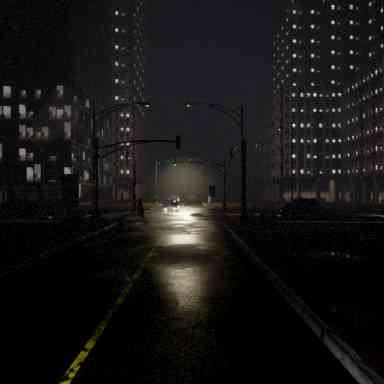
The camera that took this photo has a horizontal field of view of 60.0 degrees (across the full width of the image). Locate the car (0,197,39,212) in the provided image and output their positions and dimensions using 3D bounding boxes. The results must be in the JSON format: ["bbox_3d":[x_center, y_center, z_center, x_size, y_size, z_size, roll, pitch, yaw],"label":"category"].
[{"bbox_3d":[-19.212,1.360,36.368,4.097,1.590,1.967,0,-1,-1],"label":"car"}]

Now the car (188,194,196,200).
[{"bbox_3d":[-0.016,1.357,88.998,2.033,1.411,5.357,0,0,0],"label":"car"}]

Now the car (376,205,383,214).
[{"bbox_3d":[21.391,1.673,34.313,4.181,1.385,1.994,0,0,-1],"label":"car"}]

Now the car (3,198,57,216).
[{"bbox_3d":[-15.058,1.399,30.514,5.008,1.535,1.882,0,0,-2],"label":"car"}]

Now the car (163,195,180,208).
[{"bbox_3d":[-3.117,1.560,48.658,1.994,1.385,4.181,0,0,-1],"label":"car"}]

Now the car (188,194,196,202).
[{"bbox_3d":[-0.013,1.575,79.023,1.895,1.301,4.718,0,0,0],"label":"car"}]

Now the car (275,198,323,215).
[{"bbox_3d":[10.933,1.415,34.134,4.553,1.767,2.097,0,0,-1],"label":"car"}]

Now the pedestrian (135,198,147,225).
[{"bbox_3d":[-3.491,1.293,22.695,0.375,1.860,0.375,0,0,0],"label":"pedestrian"}]

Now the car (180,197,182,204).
[{"bbox_3d":[-3.092,1.346,57.814,2.097,1.767,4.553,0,0,0],"label":"car"}]

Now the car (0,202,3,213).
[{"bbox_3d":[-18.900,1.415,27.732,4.829,1.417,1.752,0,-1,-1],"label":"car"}]

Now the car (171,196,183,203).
[{"bbox_3d":[-3.026,1.539,68.182,2.033,1.411,5.357,0,0,0],"label":"car"}]
